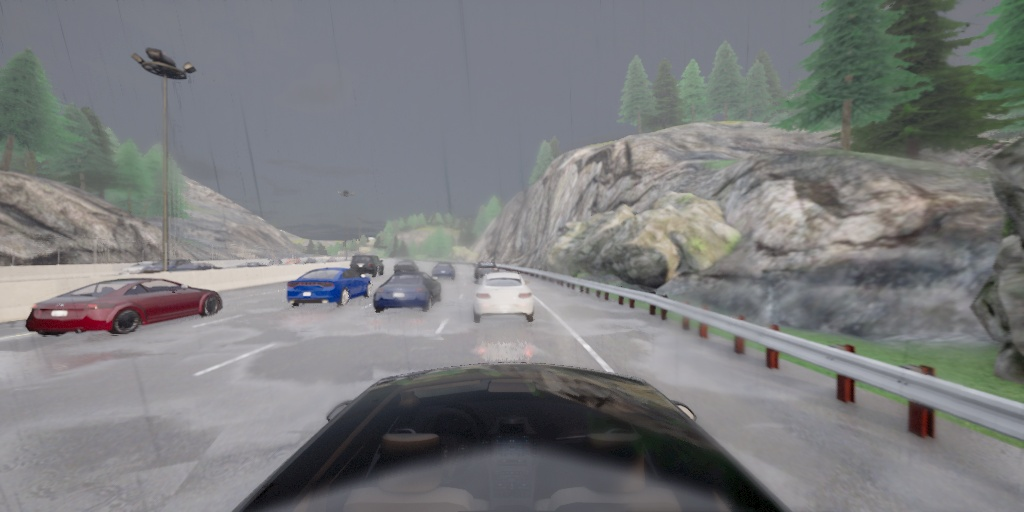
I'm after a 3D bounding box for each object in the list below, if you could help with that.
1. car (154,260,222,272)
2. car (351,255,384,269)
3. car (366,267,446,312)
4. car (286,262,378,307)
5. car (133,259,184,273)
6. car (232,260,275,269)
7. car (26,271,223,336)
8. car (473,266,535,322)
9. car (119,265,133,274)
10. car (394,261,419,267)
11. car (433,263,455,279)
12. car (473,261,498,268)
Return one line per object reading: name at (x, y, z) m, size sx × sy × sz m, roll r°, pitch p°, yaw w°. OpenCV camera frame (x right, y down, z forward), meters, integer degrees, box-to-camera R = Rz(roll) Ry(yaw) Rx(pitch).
car at (-27.328, 1.286, 30.906) m, size 2.033 × 1.411 × 5.357 m, roll 0°, pitch 0°, yaw -10°
car at (-13.319, 0.927, 33.105) m, size 2.150 × 2.045 × 5.566 m, roll 0°, pitch 0°, yaw -10°
car at (-3.969, 1.294, 14.205) m, size 1.994 × 1.385 × 4.181 m, roll 0°, pitch 0°, yaw -4°
car at (-7.557, 1.212, 15.354) m, size 1.882 × 1.535 × 5.008 m, roll 0°, pitch 0°, yaw -4°
car at (-31.282, 1.092, 32.824) m, size 2.097 × 1.767 × 4.553 m, roll 0°, pitch 0°, yaw -11°
car at (-24.226, 1.291, 33.161) m, size 1.994 × 1.385 × 4.181 m, roll 0°, pitch 0°, yaw -11°
car at (-10.751, 1.315, 10.440) m, size 1.994 × 1.385 × 4.181 m, roll 0°, pitch 0°, yaw -3°
car at (-0.321, 1.253, 12.141) m, size 1.812 × 1.442 × 4.674 m, roll 0°, pitch 0°, yaw -3°
car at (-35.211, 1.271, 34.687) m, size 1.812 × 1.442 × 4.674 m, roll 0°, pitch 0°, yaw -12°
car at (-9.908, 1.175, 33.776) m, size 1.882 × 1.535 × 5.008 m, roll 0°, pitch 0°, yaw -10°
car at (-5.988, 1.259, 31.504) m, size 1.994 × 1.385 × 4.181 m, roll 0°, pitch 0°, yaw -9°
car at (-2.114, 1.184, 29.450) m, size 2.128 × 1.511 × 4.902 m, roll 0°, pitch 0°, yaw -8°
